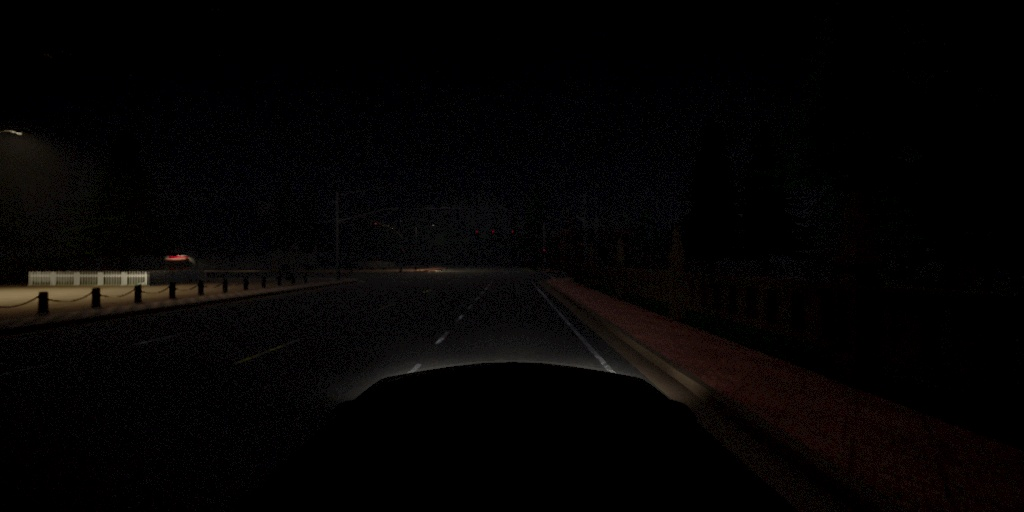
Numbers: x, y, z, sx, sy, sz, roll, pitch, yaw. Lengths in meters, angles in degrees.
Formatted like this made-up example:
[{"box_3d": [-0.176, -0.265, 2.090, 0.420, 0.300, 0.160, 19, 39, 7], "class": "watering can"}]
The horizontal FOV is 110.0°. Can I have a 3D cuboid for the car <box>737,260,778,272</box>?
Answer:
[{"box_3d": [32.878, 1.327, 48.128, 4.892, 1.490, 1.837, 0, -1, 0], "class": "car"}]
